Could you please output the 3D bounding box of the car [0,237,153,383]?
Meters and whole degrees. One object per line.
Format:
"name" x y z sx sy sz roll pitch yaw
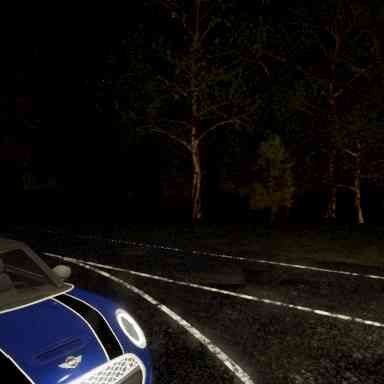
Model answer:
"car" -2.592 1.338 3.733 4.553 1.767 2.097 1 0 35
